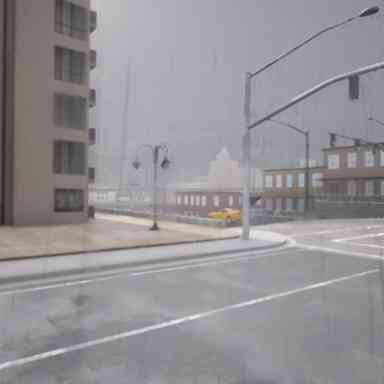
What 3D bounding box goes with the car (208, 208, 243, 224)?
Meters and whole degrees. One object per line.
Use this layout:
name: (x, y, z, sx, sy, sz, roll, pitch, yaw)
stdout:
car: (3.759, 2.540, 36.594, 1.882, 1.535, 5.008, 1, -3, -36)
